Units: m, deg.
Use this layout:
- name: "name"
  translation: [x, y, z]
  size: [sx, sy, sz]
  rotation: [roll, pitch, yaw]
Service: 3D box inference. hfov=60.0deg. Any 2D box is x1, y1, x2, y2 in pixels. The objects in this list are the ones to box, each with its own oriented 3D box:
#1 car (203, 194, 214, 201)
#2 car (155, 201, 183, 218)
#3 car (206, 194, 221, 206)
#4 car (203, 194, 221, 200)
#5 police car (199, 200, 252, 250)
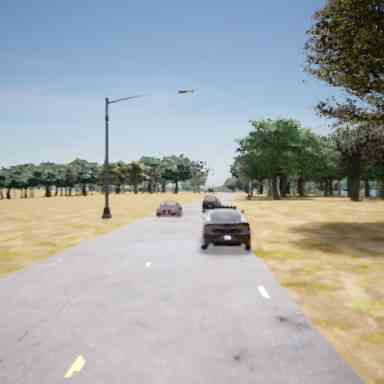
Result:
- name: "car"
  translation: [3.529, 1.076, 70.874]
  size: [1.895, 1.301, 4.718]
  rotation: [0, 1, 9]
- name: "car"
  translation: [-1.899, 1.455, 28.957]
  size: [1.994, 1.385, 4.181]
  rotation: [0, 0, 4]
- name: "car"
  translation: [3.375, 1.198, 50.478]
  size: [1.882, 1.535, 5.008]
  rotation: [0, 1, 8]
- name: "car"
  translation: [2.223, 1.301, 39.454]
  size: [1.882, 1.535, 5.008]
  rotation: [0, 1, 6]
- name: "police car"
  translation: [1.350, 1.384, 14.272]
  size: [1.930, 1.638, 5.238]
  rotation: [0, 0, 2]
